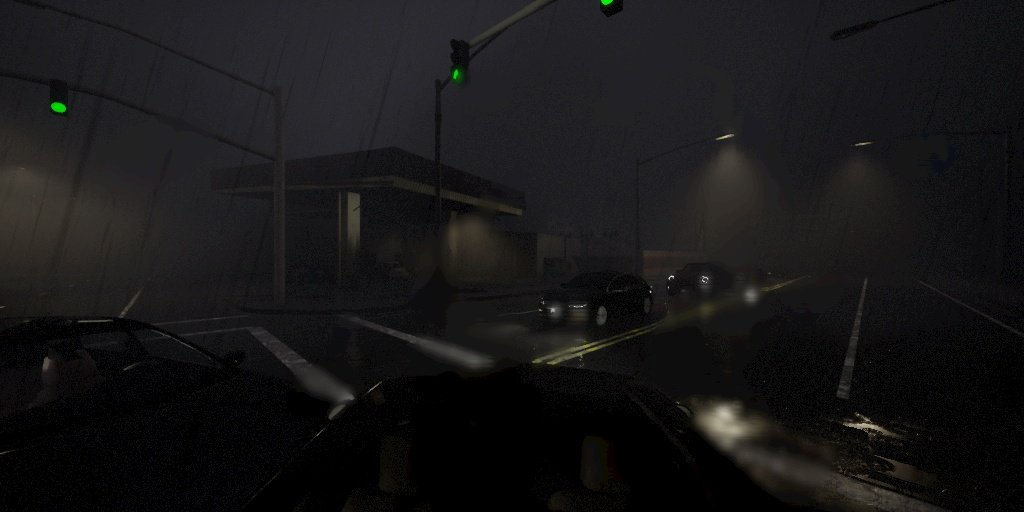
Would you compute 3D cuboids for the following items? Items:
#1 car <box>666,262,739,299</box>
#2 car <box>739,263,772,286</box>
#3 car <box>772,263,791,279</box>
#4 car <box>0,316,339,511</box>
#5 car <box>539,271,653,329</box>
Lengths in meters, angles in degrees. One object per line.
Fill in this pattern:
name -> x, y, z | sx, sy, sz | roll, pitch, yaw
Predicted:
car -> 9.698, 1.102, 18.384 | 4.553, 1.767, 2.097 | 0, 0, -45
car -> 16.616, 1.314, 25.303 | 1.994, 1.385, 4.181 | 0, 0, 44
car -> 23.741, 1.314, 32.365 | 4.181, 1.385, 1.994 | 0, 0, -45
car -> -3.424, 1.242, 2.505 | 4.902, 1.511, 2.128 | 0, 0, 15
car -> 2.867, 1.255, 11.530 | 1.837, 1.490, 4.892 | 0, 0, 45
